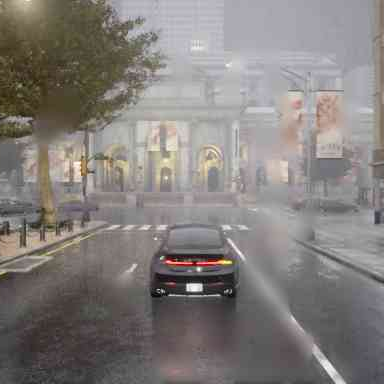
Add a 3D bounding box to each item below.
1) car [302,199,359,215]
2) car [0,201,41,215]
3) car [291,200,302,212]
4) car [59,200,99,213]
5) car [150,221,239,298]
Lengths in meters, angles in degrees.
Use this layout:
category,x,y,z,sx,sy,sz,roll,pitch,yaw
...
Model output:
category,x,y,z,sx,sy,sz,roll,pitch,yaw
car,13.795,1.505,32.769,4.892,1.490,1.837,0,0,0
car,-16.943,1.564,32.896,4.181,1.385,1.994,0,0,0
car,13.440,1.477,36.270,5.008,1.535,1.882,0,0,0
car,-12.309,1.564,36.377,4.181,1.385,1.994,0,0,0
car,0.061,1.505,8.519,1.837,1.490,4.892,0,0,0
